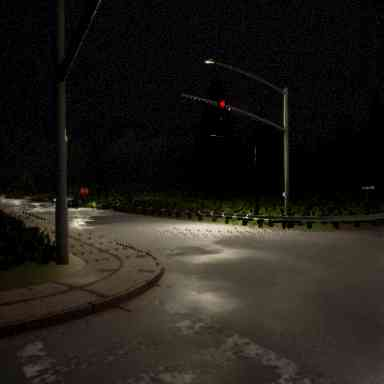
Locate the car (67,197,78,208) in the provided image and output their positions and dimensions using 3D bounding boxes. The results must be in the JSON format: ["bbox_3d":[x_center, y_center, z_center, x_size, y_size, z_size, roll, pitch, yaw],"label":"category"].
[{"bbox_3d":[-16.590,1.403,44.186,1.994,1.385,4.181,-1,1,-35],"label":"car"}]
